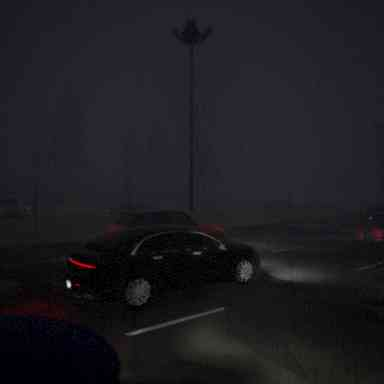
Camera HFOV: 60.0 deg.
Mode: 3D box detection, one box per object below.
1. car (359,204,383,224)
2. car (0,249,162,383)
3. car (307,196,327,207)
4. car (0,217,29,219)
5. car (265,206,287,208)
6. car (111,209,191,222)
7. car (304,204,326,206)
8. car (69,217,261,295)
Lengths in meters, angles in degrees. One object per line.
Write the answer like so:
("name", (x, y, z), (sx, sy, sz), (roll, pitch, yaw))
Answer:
("car", (14.093, 1.612, 24.568), (4.902, 1.511, 2.128), (0, 0, -43))
("car", (-2.834, 1.484, 1.815), (5.008, 1.535, 1.882), (0, 0, -35))
("car", (22.358, 1.639, 59.421), (2.097, 1.767, 4.553), (0, 0, 38))
("car", (-14.599, 1.316, 23.666), (5.566, 2.045, 2.150), (0, 0, -36))
("car", (10.561, 1.667, 40.868), (1.882, 1.535, 5.008), (0, 0, 45))
("car", (-0.810, 1.405, 11.998), (4.553, 1.767, 2.097), (0, 0, -37))
("car", (13.785, 1.785, 39.109), (1.895, 1.301, 4.718), (0, 0, 45))
("car", (-0.438, 1.540, 7.896), (4.892, 1.490, 1.837), (0, 0, -37))
